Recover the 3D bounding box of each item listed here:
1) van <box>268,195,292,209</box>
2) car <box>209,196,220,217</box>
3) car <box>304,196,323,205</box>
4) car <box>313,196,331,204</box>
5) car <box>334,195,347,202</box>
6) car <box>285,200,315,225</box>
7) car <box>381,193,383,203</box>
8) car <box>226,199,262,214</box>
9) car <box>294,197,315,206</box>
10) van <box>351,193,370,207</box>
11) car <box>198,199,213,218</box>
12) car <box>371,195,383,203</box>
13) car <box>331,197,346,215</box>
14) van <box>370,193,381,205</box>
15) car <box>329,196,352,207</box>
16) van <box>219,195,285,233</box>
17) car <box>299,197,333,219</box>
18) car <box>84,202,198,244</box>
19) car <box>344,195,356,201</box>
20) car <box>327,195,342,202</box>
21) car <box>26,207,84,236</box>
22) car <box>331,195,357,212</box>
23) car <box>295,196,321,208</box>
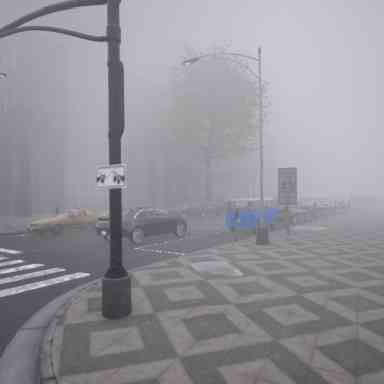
[{"bbox_3d":[11.883,1.292,44.721,1.690,1.788,3.998,-1,0,36],"label":"van"},{"bbox_3d":[2.615,1.307,31.842,2.192,1.841,5.009,-1,0,36],"label":"car"},{"bbox_3d":[21.054,1.440,57.461,1.752,1.417,4.829,-1,-1,36],"label":"car"},{"bbox_3d":[24.243,1.453,61.891,2.008,1.369,4.403,-1,-1,36],"label":"car"},{"bbox_3d":[33.190,1.415,74.323,1.887,1.381,4.507,-1,-1,36],"label":"car"},{"bbox_3d":[6.582,1.422,22.756,1.947,1.339,4.313,-1,0,36],"label":"car"},{"bbox_3d":[31.976,1.274,58.045,1.752,1.417,4.829,-1,-1,36],"label":"car"},{"bbox_3d":[5.708,1.529,36.133,2.008,1.369,4.403,-1,0,36],"label":"car"},{"bbox_3d":[18.064,1.492,53.305,1.947,1.339,4.313,-1,0,36],"label":"car"},{"bbox_3d":[22.388,1.127,44.726,1.690,1.788,3.998,-1,0,36],"label":"van"},{"bbox_3d":[-0.471,1.552,27.547,1.887,1.381,4.507,-1,0,36],"label":"car"},{"bbox_3d":[35.039,1.304,62.300,1.947,1.339,4.313,-1,-1,36],"label":"car"},{"bbox_3d":[12.906,1.408,31.544,1.802,1.307,4.206,-1,0,36],"label":"car"},{"bbox_3d":[28.712,1.102,53.515,1.690,1.788,3.998,-1,-1,36],"label":"van"},{"bbox_3d":[21.829,1.376,48.675,2.033,1.411,5.357,-1,-1,36],"label":"car"},{"bbox_3d":[3.418,1.212,18.363,1.690,1.788,3.998,-1,0,36],"label":"van"},{"bbox_3d":[9.744,1.385,27.150,1.887,1.381,4.507,-1,0,36],"label":"car"},{"bbox_3d":[-2.139,1.429,15.371,2.128,1.511,4.902,-1,-1,36],"label":"car"},{"bbox_3d":[39.550,1.401,83.162,2.008,1.369,4.403,-1,-1,36],"label":"car"},{"bbox_3d":[30.009,1.432,69.904,2.008,1.369,4.403,-1,-1,36],"label":"car"},{"bbox_3d":[-6.756,1.564,18.825,1.752,1.417,4.829,-1,0,36],"label":"car"},{"bbox_3d":[16.068,1.363,35.937,2.008,1.369,4.403,-1,0,36],"label":"car"},{"bbox_3d":[15.987,1.386,45.694,2.128,1.511,4.902,-1,-1,36],"label":"car"}]
